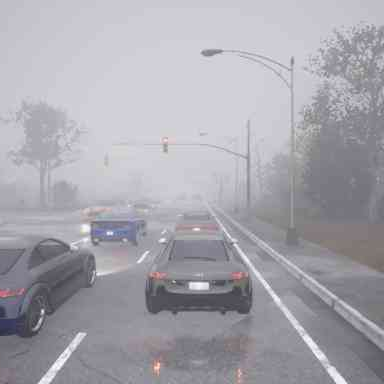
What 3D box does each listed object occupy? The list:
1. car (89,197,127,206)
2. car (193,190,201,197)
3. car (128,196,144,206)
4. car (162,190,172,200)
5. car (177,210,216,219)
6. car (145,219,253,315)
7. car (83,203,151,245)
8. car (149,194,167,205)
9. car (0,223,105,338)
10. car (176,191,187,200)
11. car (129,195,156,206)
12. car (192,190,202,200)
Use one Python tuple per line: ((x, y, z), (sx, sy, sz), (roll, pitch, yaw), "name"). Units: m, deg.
((-6.825, 1.352, 25.921), (2.097, 1.767, 4.553), (0, 0, 1), "car")
((1.249, 0.317, 84.031), (1.837, 1.490, 4.892), (0, 3, 1), "car")
((-9.765, 1.476, 58.063), (1.882, 1.535, 5.008), (0, 1, 2), "car")
((-5.886, 0.613, 76.038), (2.150, 2.045, 5.566), (0, 3, 1), "car")
((0.232, 1.564, 16.058), (1.994, 1.385, 4.181), (0, 0, 1), "car")
((0.145, 1.564, 7.659), (1.994, 1.385, 4.181), (0, 0, 1), "car")
((-3.279, 1.478, 15.620), (1.882, 1.535, 5.008), (0, 0, -1), "car")
((-6.221, 1.534, 60.269), (2.033, 1.411, 5.357), (0, 0, 1), "car")
((-3.357, 1.564, 6.633), (1.994, 1.385, 4.181), (0, 0, 0), "car")
((-2.418, 1.045, 74.092), (1.994, 1.385, 4.181), (0, 3, 1), "car")
((-6.518, 1.547, 44.294), (2.033, 1.411, 5.357), (0, 0, 1), "car")
((1.081, 0.850, 73.994), (2.097, 1.767, 4.553), (0, 3, 1), "car")
